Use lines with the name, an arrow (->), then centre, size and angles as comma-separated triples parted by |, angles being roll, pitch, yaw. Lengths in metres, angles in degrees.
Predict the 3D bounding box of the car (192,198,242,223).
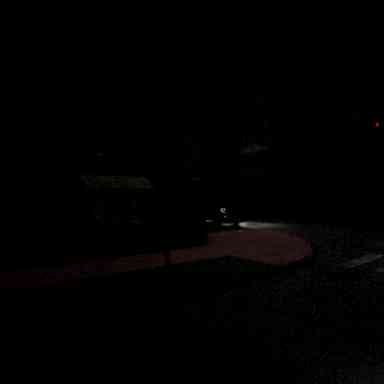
car -> 1.525, 1.260, 24.631 | 2.097, 1.767, 4.553 | 0, 0, -41
